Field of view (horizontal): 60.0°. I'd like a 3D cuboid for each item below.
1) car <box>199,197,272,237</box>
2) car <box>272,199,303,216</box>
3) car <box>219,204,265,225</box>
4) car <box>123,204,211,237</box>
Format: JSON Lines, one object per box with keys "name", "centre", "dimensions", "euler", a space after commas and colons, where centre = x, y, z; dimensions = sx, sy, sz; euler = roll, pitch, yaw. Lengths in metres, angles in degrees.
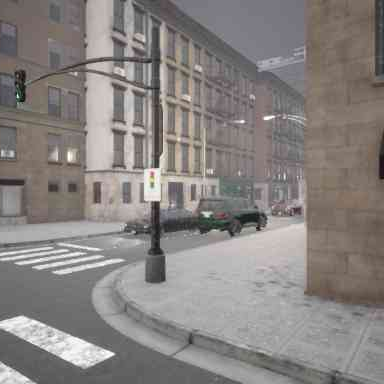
{"name": "car", "centre": [2.311, 1.315, 18.969], "dimensions": [2.150, 2.045, 5.566], "euler": [0, 0, 35]}
{"name": "car", "centre": [9.979, 1.539, 34.789], "dimensions": [2.097, 1.767, 4.553], "euler": [0, 0, 35]}
{"name": "car", "centre": [4.064, 1.696, 26.503], "dimensions": [1.994, 1.385, 4.181], "euler": [0, 0, 36]}
{"name": "car", "centre": [-1.388, 1.630, 18.861], "dimensions": [2.033, 1.411, 5.357], "euler": [0, 0, 35]}
